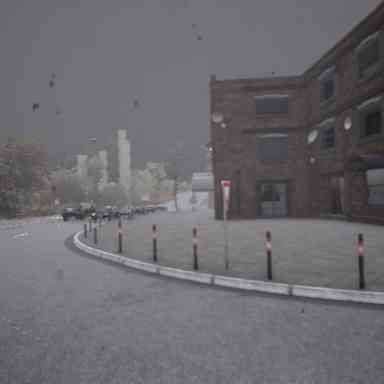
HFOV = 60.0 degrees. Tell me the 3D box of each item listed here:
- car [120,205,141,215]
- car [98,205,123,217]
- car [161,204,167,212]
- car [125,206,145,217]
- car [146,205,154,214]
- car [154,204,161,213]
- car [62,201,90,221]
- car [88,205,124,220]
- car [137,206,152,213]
[{"bbox_3d":[-10.471,3.068,57.170,2.033,1.411,5.357,-2,-2,6],"label":"car"},{"bbox_3d":[-11.462,2.691,46.997,1.837,1.490,4.892,-2,-2,6],"label":"car"},{"bbox_3d":[-6.235,3.240,66.908,1.882,1.535,5.008,-2,-2,6],"label":"car"},{"bbox_3d":[-8.406,2.594,45.238,2.033,1.411,5.357,-2,-2,6],"label":"car"},{"bbox_3d":[-7.855,2.774,50.740,2.033,1.411,5.357,-2,-2,6],"label":"car"},{"bbox_3d":[-7.178,2.954,57.501,1.837,1.490,4.892,-2,-2,6],"label":"car"},{"bbox_3d":[-12.209,2.052,36.283,2.150,2.045,5.566,-2,-2,2],"label":"car"},{"bbox_3d":[-8.984,2.303,35.148,1.895,1.301,4.718,-2,-2,2],"label":"car"},{"bbox_3d":[-9.503,3.459,66.841,1.895,1.301,4.718,-2,-2,6],"label":"car"}]
